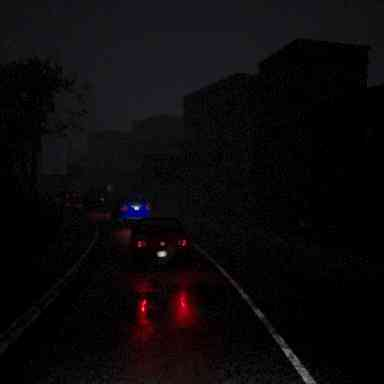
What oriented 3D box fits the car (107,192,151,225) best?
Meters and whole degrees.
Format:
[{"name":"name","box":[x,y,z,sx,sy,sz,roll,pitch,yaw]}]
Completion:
[{"name":"car","box":[-4.407,1.097,23.575,2.150,2.045,5.566,-2,2,-20]}]

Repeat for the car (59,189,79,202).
[{"name":"car","box":[-17.074,0.369,46.497,2.097,1.767,4.553,-3,5,-33]}]

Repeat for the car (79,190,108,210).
[{"name":"car","box":[-10.358,0.777,36.030,2.150,2.045,5.566,-2,3,-28]}]

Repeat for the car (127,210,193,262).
[{"name":"car","box":[-1.255,1.542,12.024,1.895,1.301,4.718,-1,0,-10]}]
